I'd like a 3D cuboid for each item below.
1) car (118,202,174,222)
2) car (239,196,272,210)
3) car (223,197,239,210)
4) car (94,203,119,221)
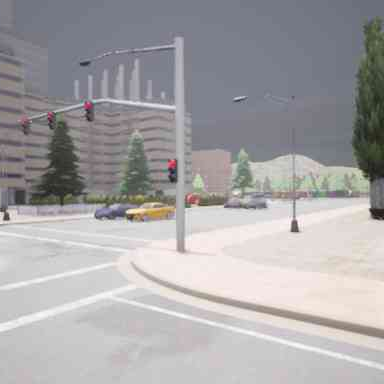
[{"bbox_3d":[-3.581,1.679,28.668,1.882,1.535,5.008,-1,0,36],"label":"car"},{"bbox_3d":[8.773,1.705,45.719,1.837,1.490,4.892,-1,-1,36],"label":"car"},{"bbox_3d":[6.250,1.800,48.198,1.994,1.385,4.181,-1,0,36],"label":"car"},{"bbox_3d":[-6.702,1.763,30.287,1.812,1.442,4.674,-1,0,36],"label":"car"}]
